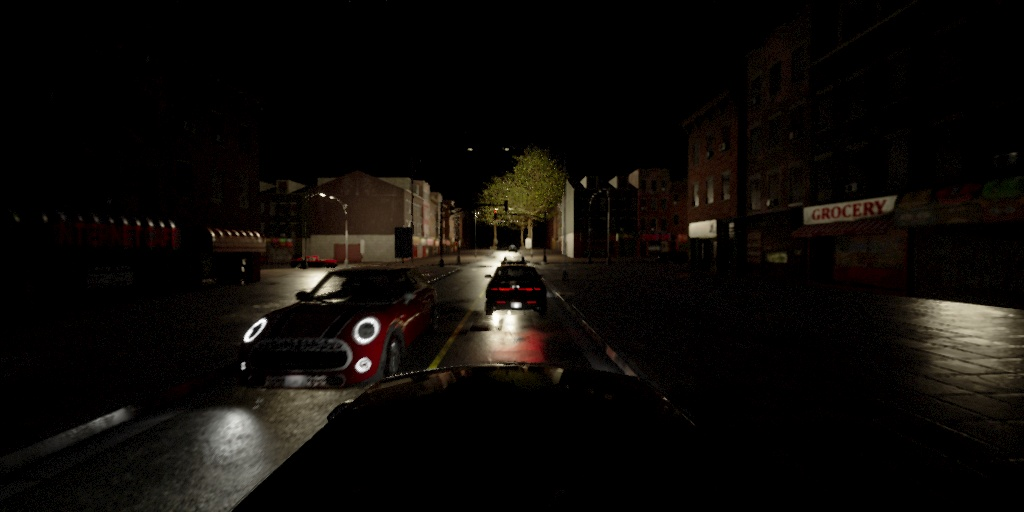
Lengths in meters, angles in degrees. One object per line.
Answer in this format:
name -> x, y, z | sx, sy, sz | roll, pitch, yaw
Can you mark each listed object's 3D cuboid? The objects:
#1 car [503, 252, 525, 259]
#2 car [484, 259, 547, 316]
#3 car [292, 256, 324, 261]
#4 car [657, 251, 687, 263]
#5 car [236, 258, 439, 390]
car -> 0.138, 0.699, 24.520 | 2.128, 1.511, 4.902 | 0, 2, 0
car -> 0.117, 1.047, 12.312 | 1.837, 1.490, 4.892 | 0, 1, 0
car -> -20.308, 0.679, 37.069 | 4.507, 1.381, 1.888 | 0, 0, 0
car -> 17.274, 0.137, 37.133 | 4.313, 1.339, 1.948 | 0, 0, 0
car -> -2.839, 1.011, 6.948 | 2.097, 1.767, 4.553 | 0, 1, 0
